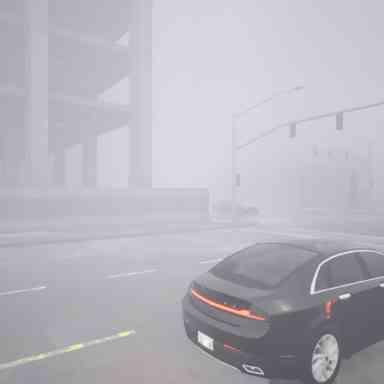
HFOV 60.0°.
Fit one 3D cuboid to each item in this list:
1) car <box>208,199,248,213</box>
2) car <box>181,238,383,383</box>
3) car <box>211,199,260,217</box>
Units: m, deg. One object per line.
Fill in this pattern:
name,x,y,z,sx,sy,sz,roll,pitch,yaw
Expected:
car,4.037,1.526,37.874,1.812,1.442,4.674,0,0,-36
car,2.143,1.505,5.317,4.892,1.490,1.837,0,0,-35
car,4.172,1.601,31.720,1.895,1.301,4.718,0,0,-36
